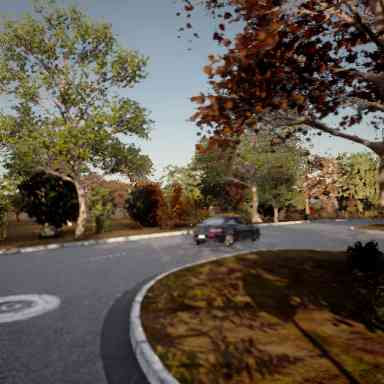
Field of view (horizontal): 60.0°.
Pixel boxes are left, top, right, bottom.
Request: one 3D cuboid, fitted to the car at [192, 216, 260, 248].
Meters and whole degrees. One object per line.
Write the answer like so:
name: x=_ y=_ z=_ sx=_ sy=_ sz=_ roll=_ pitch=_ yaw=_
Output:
car: x=1.829 y=1.964 z=17.213 sx=1.812 sy=1.442 sz=4.674 roll=-2 pitch=-3 yaw=37
